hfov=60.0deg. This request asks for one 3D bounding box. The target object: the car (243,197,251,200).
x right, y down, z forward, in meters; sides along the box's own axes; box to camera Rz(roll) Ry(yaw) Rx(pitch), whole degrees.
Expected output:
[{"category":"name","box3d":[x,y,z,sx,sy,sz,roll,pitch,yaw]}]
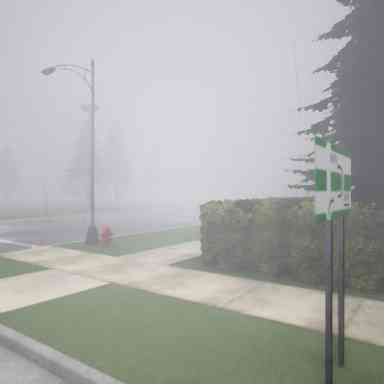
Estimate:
[{"category":"car","box3d":[10.515,1.547,57.659,2.033,1.411,5.357,0,0,38]}]

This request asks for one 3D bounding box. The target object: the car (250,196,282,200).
[{"category":"car","box3d":[10.153,1.526,45.286,1.812,1.442,4.674,0,0,36]}]
